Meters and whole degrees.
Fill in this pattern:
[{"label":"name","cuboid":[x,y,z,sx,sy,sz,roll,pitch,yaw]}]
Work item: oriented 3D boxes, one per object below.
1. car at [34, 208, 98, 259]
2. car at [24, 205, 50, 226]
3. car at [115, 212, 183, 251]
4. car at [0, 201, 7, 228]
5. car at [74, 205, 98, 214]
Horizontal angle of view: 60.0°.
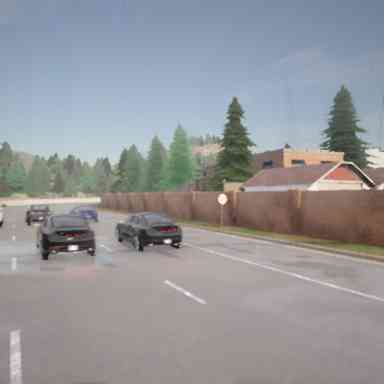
[{"label":"car","cuboid":[-5.169,1.649,13.459,1.837,1.490,4.892,0,0,-28]},{"label":"car","cuboid":[-12.259,1.771,26.686,2.128,1.511,4.902,0,-1,-28]},{"label":"car","cuboid":[-2.086,1.671,15.115,1.837,1.490,4.892,0,0,-28]},{"label":"car","cuboid":[-14.909,1.473,24.199,2.150,2.045,5.566,0,0,-28]},{"label":"car","cuboid":[-9.358,1.829,28.691,1.812,1.442,4.674,0,0,-28]}]
